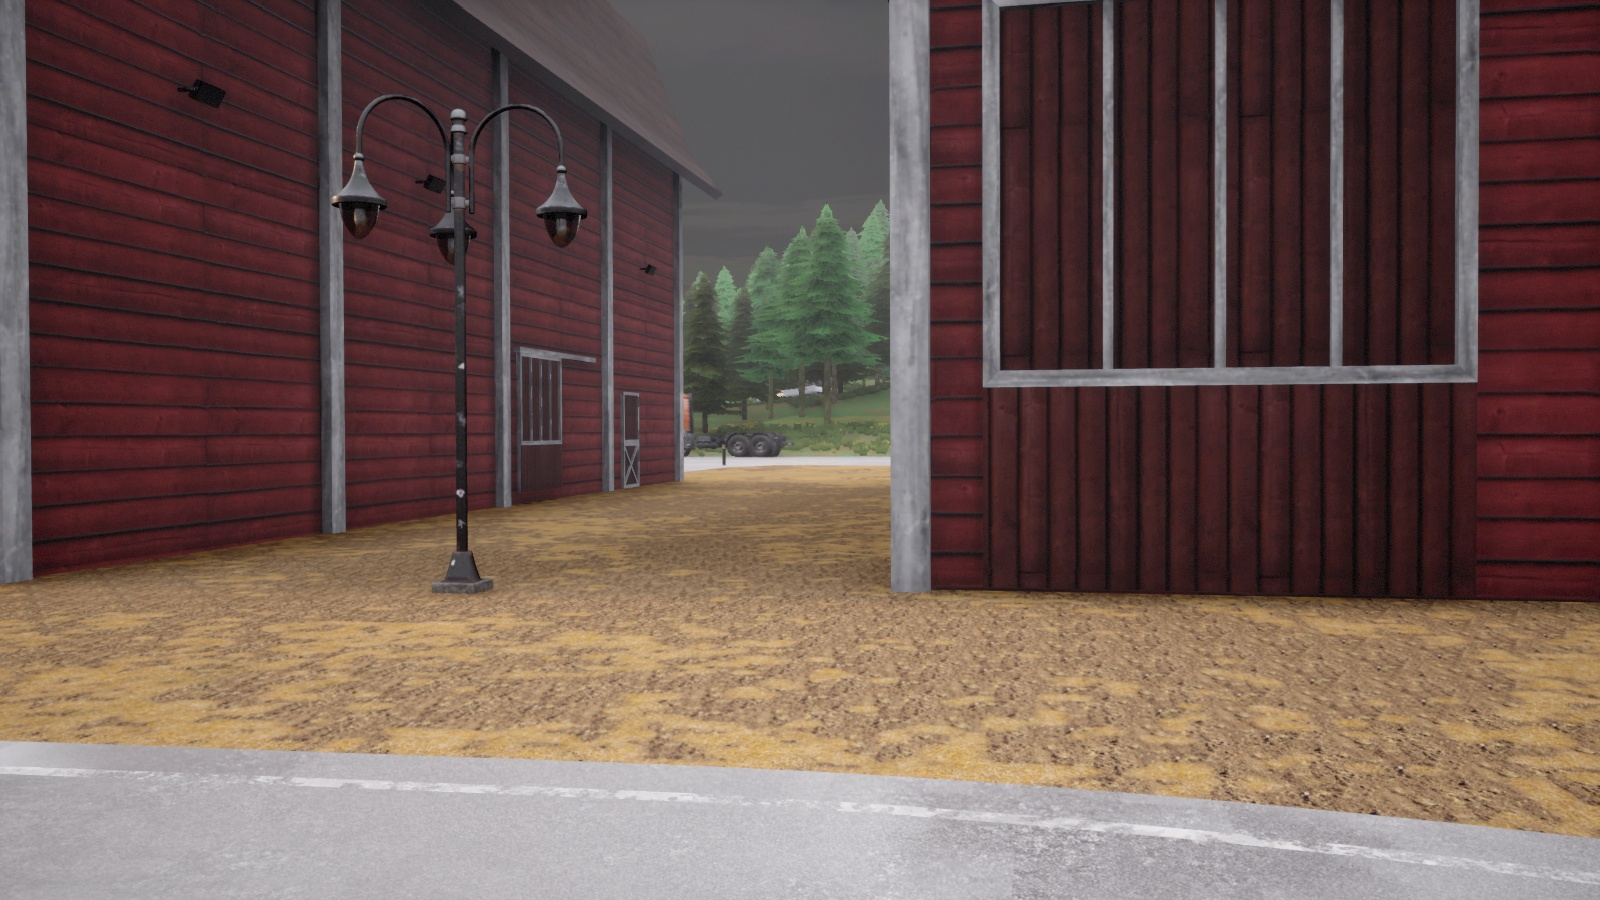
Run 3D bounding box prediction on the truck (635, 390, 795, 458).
[{"bbox_3d":[-4.436,-1.371,66.171,7.936,3.462,2.891,0,1,12],"label":"truck"}]
